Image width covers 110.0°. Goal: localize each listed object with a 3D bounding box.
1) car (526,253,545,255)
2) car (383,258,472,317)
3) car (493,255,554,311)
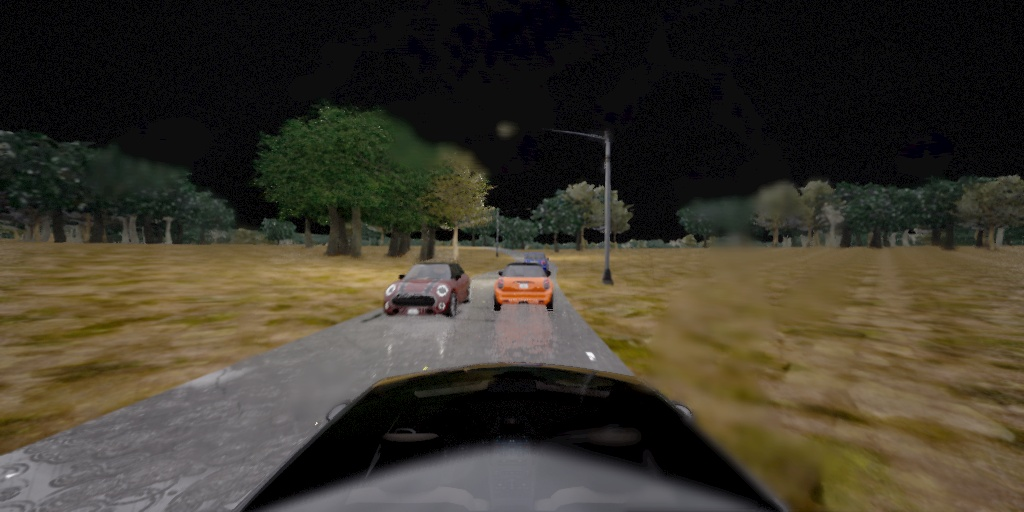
[{"bbox_3d":[2.237,0.713,33.598,2.150,2.045,5.566,0,0,7],"label":"car"},{"bbox_3d":[-2.765,0.997,12.642,2.097,1.767,4.553,0,1,3],"label":"car"},{"bbox_3d":[0.496,1.000,14.169,2.097,1.767,4.553,0,0,3],"label":"car"}]
